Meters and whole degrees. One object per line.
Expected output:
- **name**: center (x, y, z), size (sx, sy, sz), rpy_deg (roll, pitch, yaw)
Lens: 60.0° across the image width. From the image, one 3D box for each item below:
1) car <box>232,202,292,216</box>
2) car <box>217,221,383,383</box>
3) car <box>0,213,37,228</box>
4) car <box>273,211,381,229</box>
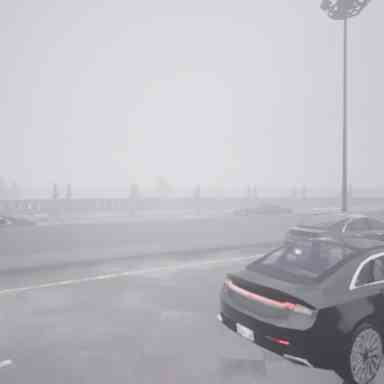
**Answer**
- **car**: center (5.615, 1.497, 26.802), size (4.718, 1.301, 1.895), rpy_deg (0, 0, -24)
- **car**: center (2.702, 1.473, 5.291), size (4.902, 1.511, 2.128), rpy_deg (0, 0, -32)
- **car**: center (-7.775, 1.427, 11.168), size (4.902, 1.511, 2.128), rpy_deg (0, 0, -35)
- **car**: center (5.181, 1.468, 10.765), size (4.892, 1.490, 1.837), rpy_deg (0, 0, -29)
